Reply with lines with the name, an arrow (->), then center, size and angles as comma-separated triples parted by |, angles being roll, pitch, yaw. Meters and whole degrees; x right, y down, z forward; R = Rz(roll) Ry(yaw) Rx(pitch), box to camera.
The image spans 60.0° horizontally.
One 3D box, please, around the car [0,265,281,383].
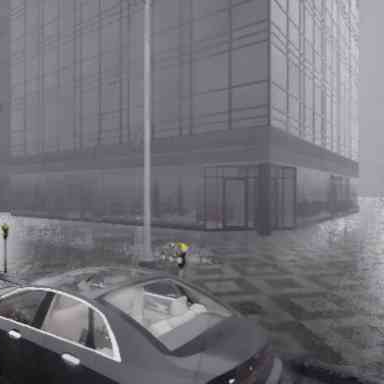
car -> -1.225, 1.553, 3.835 | 4.403, 1.369, 2.008 | 0, 0, 35
